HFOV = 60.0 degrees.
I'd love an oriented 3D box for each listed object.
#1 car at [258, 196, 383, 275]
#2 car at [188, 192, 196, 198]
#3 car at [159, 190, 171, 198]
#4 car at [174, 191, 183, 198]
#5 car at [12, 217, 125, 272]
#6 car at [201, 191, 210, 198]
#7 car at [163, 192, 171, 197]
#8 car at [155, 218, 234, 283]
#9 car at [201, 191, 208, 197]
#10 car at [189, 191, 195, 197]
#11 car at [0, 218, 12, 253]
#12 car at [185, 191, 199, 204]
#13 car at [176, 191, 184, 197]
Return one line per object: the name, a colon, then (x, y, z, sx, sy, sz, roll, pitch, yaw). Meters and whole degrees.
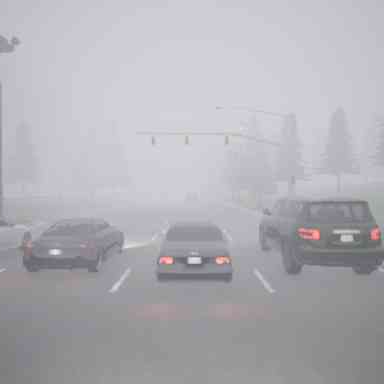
car: (3.571, 1.133, 10.313, 2.150, 2.045, 5.566, 0, 0, 0)
car: (-0.001, 0.816, 84.174, 2.033, 1.411, 5.357, 0, 0, 0)
car: (-7.001, 0.501, 84.201, 2.150, 2.045, 5.566, 0, 0, 0)
car: (-3.501, 0.797, 84.591, 1.812, 1.442, 4.674, 0, 0, 0)
car: (-3.434, 1.474, 10.421, 1.994, 1.385, 4.181, 0, 0, 1)
car: (3.499, 0.776, 84.174, 1.837, 1.490, 4.892, 0, 0, 0)
car: (-7.001, 0.581, 94.592, 1.994, 1.385, 4.181, 0, 0, 0)
car: (0.066, 1.465, 9.495, 2.033, 1.411, 5.357, 0, 0, 0)
car: (3.499, 0.506, 94.592, 1.882, 1.535, 5.008, 0, 0, 0)
car: (-0.001, 0.506, 94.592, 1.882, 1.535, 5.008, 0, 0, 0)
car: (-6.929, 1.434, 10.655, 1.812, 1.442, 4.674, 0, 0, 0)
car: (-0.003, 0.896, 53.531, 2.097, 1.767, 4.553, 0, 0, 0)
car: (-3.501, 0.554, 94.592, 2.128, 1.511, 4.902, 0, 0, 0)
